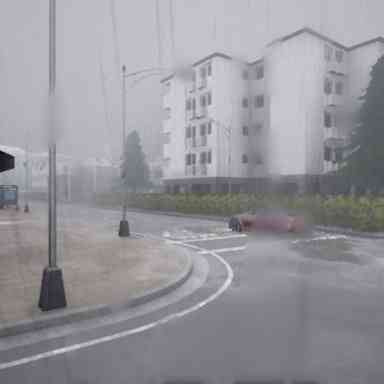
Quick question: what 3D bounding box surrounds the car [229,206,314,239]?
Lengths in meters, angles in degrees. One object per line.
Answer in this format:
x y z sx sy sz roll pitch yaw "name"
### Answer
3.723 1.370 16.186 1.994 1.385 4.181 0 0 -35 "car"
